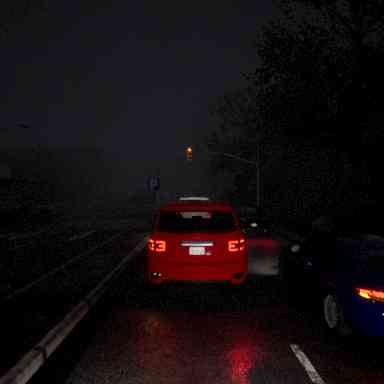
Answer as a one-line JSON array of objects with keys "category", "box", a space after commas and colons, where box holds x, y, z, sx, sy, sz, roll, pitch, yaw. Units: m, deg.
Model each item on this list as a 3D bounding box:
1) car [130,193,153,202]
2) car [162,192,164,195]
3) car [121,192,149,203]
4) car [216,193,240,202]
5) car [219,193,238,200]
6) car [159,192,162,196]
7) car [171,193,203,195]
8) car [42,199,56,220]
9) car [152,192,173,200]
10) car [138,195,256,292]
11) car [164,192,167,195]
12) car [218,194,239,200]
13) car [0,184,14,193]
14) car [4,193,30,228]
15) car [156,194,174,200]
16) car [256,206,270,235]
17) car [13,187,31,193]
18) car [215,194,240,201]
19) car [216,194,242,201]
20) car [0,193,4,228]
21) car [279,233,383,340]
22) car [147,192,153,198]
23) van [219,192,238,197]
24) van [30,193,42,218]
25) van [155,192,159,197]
[{"category": "car", "box": [-10.804, 1.197, 71.002, 4.553, 1.767, 2.185, -1, 0, -14]}, {"category": "car", "box": [-9.750, 1.360, 80.010, 4.674, 1.452, 2.002, -1, 0, -13]}, {"category": "car", "box": [-11.534, 1.359, 65.057, 4.792, 1.488, 2.163, -1, 0, -15]}, {"category": "car", "box": [7.569, 1.142, 70.648, 4.553, 1.767, 2.185, 1, 0, -14]}, {"category": "car", "box": [9.340, 1.129, 85.350, 4.553, 1.767, 2.185, 1, 0, -12]}, {"category": "car", "box": [-10.119, 1.322, 77.014, 4.892, 1.521, 2.231, -1, 0, -14]}, {"category": "car", "box": [0.127, 1.247, 19.445, 2.150, 2.045, 5.566, 0, 0, 0]}, {"category": "car", "box": [-13.664, 1.405, 27.248, 4.553, 1.767, 2.185, -1, 0, -19]}, {"category": "car", "box": [-8.130, 1.065, 92.002, 5.566, 2.045, 2.435, -1, 0, -12]}, {"category": "car", "box": [0.092, 1.230, 9.087, 2.150, 2.045, 5.566, 0, 0, 0]}, {"category": "car", "box": [-9.383, 1.359, 83.012, 4.674, 1.452, 2.002, -1, 0, -13]}, {"category": "car", "box": [8.977, 1.298, 82.420, 4.674, 1.452, 2.002, 1, 0, -12]}, {"category": "car", "box": [-31.237, -0.425, 55.958, 2.435, 2.045, 5.566, 6, -3, -19]}, {"category": "car", "box": [-13.747, 1.268, 21.234, 5.566, 2.045, 2.435, -1, 0, -20]}, {"category": "car", "box": [-7.712, 1.316, 94.982, 5.008, 1.535, 2.097, -1, 0, -12]}, {"category": "car", "box": [3.127, 1.502, 19.091, 1.882, 1.535, 5.008, 0, 0, 0]}, {"category": "car", "box": [-28.242, 0.138, 55.902, 2.002, 1.452, 4.674, 6, -3, -19]}, {"category": "car", "box": [8.079, 1.258, 76.494, 5.366, 1.575, 1.946, 1, 0, -13]}, {"category": "car", "box": [8.101, 1.264, 73.642, 5.366, 1.575, 1.946, 1, 0, -13]}, {"category": "car", "box": [-13.816, 1.264, 18.197, 5.566, 2.045, 2.435, -1, 0, -20]}, {"category": "car", "box": [3.090, 1.530, 6.525, 1.812, 1.442, 4.674, 0, 0, 0]}, {"category": "car", "box": [-10.893, 1.316, 68.050, 5.366, 1.575, 1.946, -1, 0, -15]}, {"category": "van", "box": [7.190, 1.043, 67.678, 4.442, 1.987, 1.878, 1, 0, -14]}, {"category": "van", "box": [-13.635, 1.298, 24.270, 4.442, 1.987, 1.878, -1, 0, -20]}, {"category": "van", "box": [-10.343, 1.094, 74.043, 4.442, 1.987, 1.878, -1, 0, -14]}]
